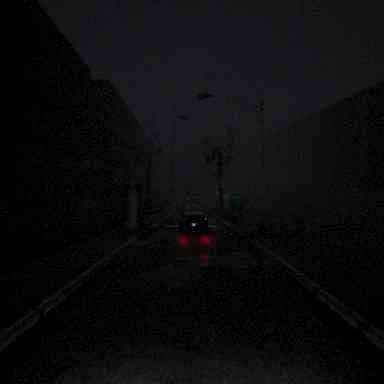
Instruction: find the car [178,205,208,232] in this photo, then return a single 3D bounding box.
[{"bbox_3d":[0.089,1.785,21.813,1.812,1.442,4.674,0,-1,0],"label":"car"}]
